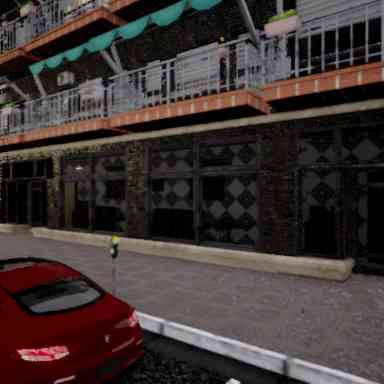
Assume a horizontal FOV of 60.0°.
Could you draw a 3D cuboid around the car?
[{"bbox_3d":[-2.509,1.572,4.515,4.206,1.307,1.802,0,0,36],"label":"car"}]
